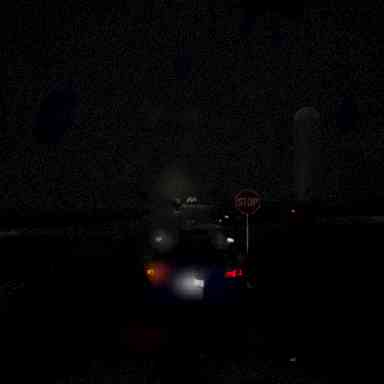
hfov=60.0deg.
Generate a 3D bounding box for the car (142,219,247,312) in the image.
[{"bbox_3d":[0.072,1.575,7.827,1.994,1.385,4.181,0,0,1],"label":"car"}]

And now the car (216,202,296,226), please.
[{"bbox_3d":[4.365,1.411,22.617,5.357,1.411,2.033,-2,0,-18],"label":"car"}]

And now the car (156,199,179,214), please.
[{"bbox_3d":[-2.869,1.694,37.376,2.033,1.411,5.357,0,0,0],"label":"car"}]

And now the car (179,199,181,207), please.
[{"bbox_3d":[-2.858,1.858,47.295,1.895,1.301,4.718,0,-1,0],"label":"car"}]

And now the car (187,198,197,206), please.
[{"bbox_3d":[-0.028,1.946,68.668,2.097,1.767,4.553,0,-1,0],"label":"car"}]

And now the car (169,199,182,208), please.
[{"bbox_3d":[-2.847,1.919,58.549,2.128,1.511,4.902,0,-1,0],"label":"car"}]
